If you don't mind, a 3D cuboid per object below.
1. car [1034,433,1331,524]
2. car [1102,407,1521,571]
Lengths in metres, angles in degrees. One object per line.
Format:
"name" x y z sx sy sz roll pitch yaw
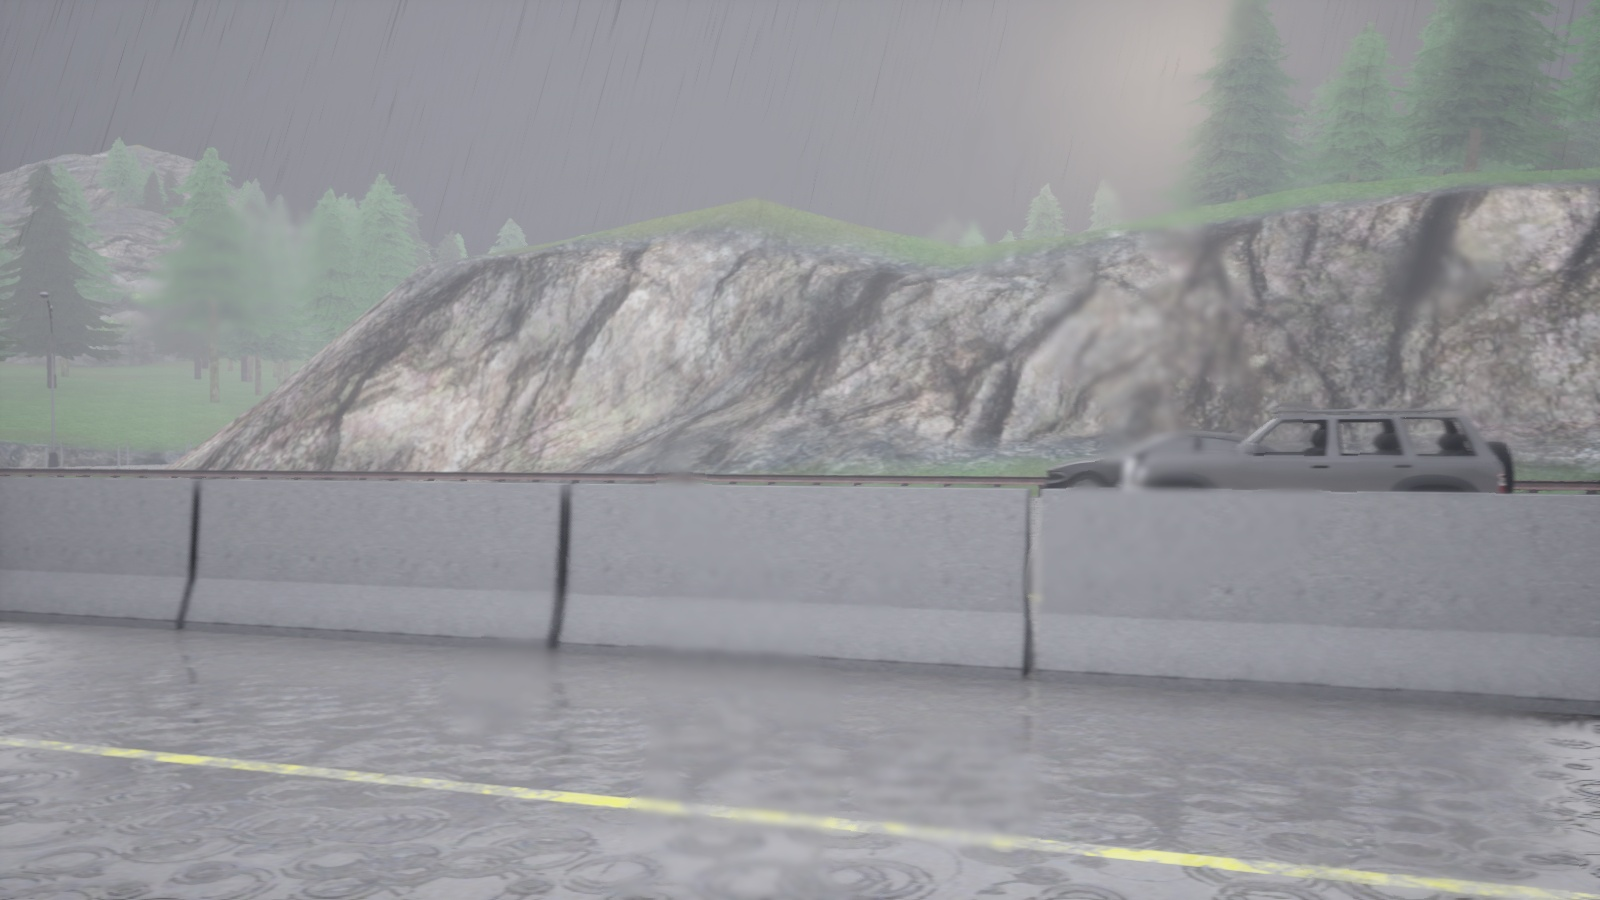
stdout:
"car" 6.940 0.462 23.012 5.008 1.535 1.882 0 1 19
"car" 6.270 0.413 15.851 4.605 1.855 1.932 1 1 19
